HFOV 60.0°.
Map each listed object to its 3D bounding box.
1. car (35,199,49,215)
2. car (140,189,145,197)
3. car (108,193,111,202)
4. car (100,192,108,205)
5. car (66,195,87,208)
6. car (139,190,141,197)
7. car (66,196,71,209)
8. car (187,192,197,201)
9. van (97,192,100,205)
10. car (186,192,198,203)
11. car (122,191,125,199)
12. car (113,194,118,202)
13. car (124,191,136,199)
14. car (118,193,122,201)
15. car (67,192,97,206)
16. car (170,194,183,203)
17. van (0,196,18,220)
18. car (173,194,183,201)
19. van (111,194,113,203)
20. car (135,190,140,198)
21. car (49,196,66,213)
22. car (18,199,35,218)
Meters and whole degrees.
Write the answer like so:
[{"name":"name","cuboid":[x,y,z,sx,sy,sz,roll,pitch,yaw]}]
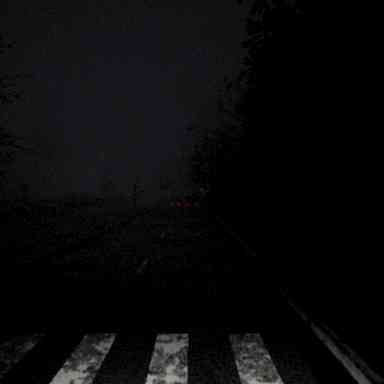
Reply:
[{"name":"car","cuboid":[-16.902,1.555,32.507,4.792,1.488,2.163,-1,0,-20]},{"name":"car","cuboid":[-16.821,0.618,92.377,5.566,2.045,2.435,-1,1,-20]},{"name":"car","cuboid":[-16.857,1.309,56.396,4.892,1.521,2.231,-1,1,-20]},{"name":"car","cuboid":[-16.843,1.091,53.425,5.566,2.045,2.435,-1,0,-20]},{"name":"car","cuboid":[-16.865,1.481,44.461,4.674,1.452,2.002,-1,1,-20]},{"name":"car","cuboid":[-16.850,0.951,89.363,4.674,1.452,2.002,-1,1,-20]},{"name":"car","cuboid":[-16.845,1.521,38.504,4.792,1.488,2.163,-1,0,-20]},{"name":"car","cuboid":[-0.007,0.881,71.561,2.097,1.767,4.553,0,1,0]},{"name":"van","cuboid":[-16.761,1.150,50.472,4.442,1.987,1.878,-1,0,-20]},{"name":"car","cuboid":[-0.006,1.106,61.556,2.097,1.767,4.553,0,1,0]},{"name":"car","cuboid":[-16.831,1.196,68.361,4.792,1.488,2.163,-1,0,-20]},{"name":"car","cuboid":[-16.832,1.112,62.369,4.553,1.767,2.185,-1,1,-20]},{"name":"car","cuboid":[-16.824,1.055,80.366,4.792,1.488,2.163,-1,0,-20]},{"name":"car","cuboid":[-16.853,1.243,65.343,4.674,1.452,2.002,-1,1,-20]},{"name":"car","cuboid":[-16.897,1.162,47.429,5.566,2.045,2.435,-1,1,-20]},{"name":"car","cuboid":[-3.006,1.279,61.587,1.812,1.442,4.674,0,1,0]},{"name":"van","cuboid":[-16.773,1.309,26.602,4.442,1.987,1.878,-1,0,-20]},{"name":"car","cuboid":[-3.007,1.120,71.624,1.895,1.301,4.718,0,1,0]},{"name":"van","cuboid":[-16.973,1.049,59.333,4.442,1.987,1.878,-1,1,-20]},{"name":"car","cuboid":[-17.019,0.953,86.289,5.366,1.575,1.946,-1,1,-20]},{"name":"car","cuboid":[-16.702,1.503,35.576,5.366,1.575,1.946,-1,0,-20]},{"name":"car","cuboid":[-16.872,1.570,29.535,4.674,1.452,2.002,-1,0,-20]}]
